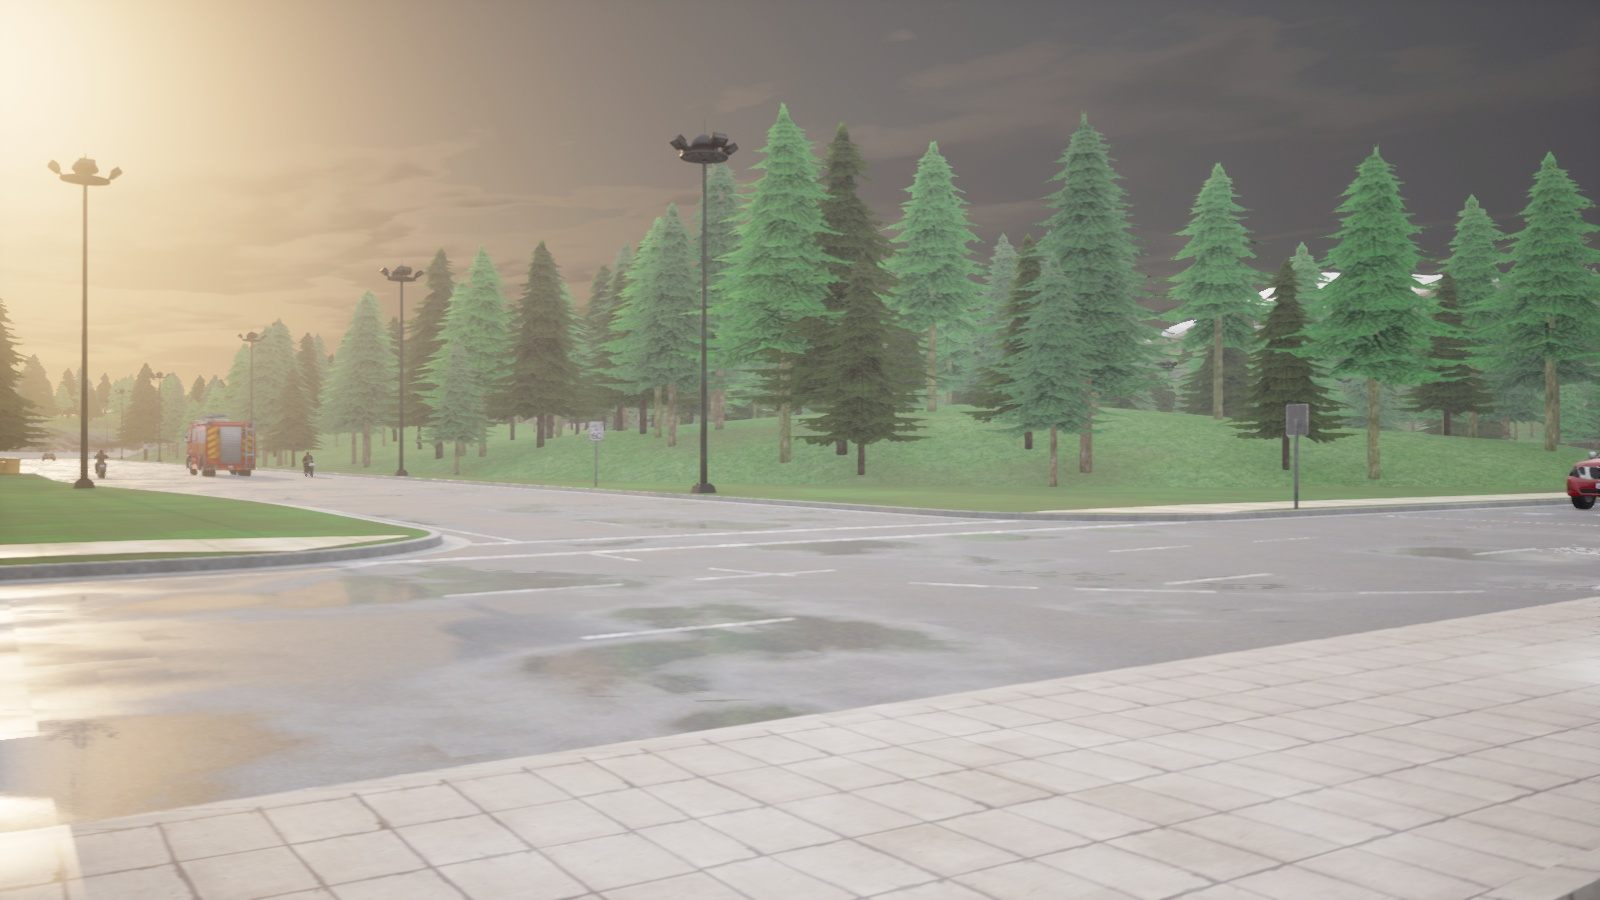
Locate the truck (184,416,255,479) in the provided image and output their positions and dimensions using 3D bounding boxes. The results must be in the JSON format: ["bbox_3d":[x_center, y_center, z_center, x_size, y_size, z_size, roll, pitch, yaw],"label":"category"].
[{"bbox_3d":[-36.994,-0.140,79.911,2.891,3.827,8.468,0,0,-33],"label":"truck"}]

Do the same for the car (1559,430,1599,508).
[{"bbox_3d":[23.381,0.501,34.548,5.566,2.045,2.150,0,0,-34],"label":"car"}]
